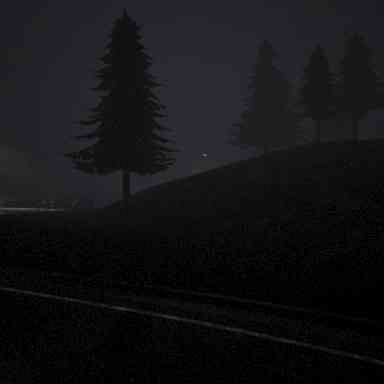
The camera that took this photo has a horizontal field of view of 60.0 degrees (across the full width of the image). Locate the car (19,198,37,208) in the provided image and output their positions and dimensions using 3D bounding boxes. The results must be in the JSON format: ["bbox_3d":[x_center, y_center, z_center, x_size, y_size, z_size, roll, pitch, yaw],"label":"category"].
[{"bbox_3d":[-21.755,1.561,47.274,1.994,1.385,4.181,0,0,22],"label":"car"}]

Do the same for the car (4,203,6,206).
[{"bbox_3d":[-20.576,1.523,31.481,1.812,1.442,4.674,0,0,22],"label":"car"}]

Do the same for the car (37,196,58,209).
[{"bbox_3d":[-18.473,1.349,46.046,2.097,1.767,4.553,0,0,22],"label":"car"}]

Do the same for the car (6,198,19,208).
[{"bbox_3d":[-25.033,1.560,48.503,1.994,1.385,4.181,0,0,22],"label":"car"}]

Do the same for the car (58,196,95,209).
[{"bbox_3d":[-15.189,1.349,44.836,2.097,1.767,4.553,0,0,22],"label":"car"}]
